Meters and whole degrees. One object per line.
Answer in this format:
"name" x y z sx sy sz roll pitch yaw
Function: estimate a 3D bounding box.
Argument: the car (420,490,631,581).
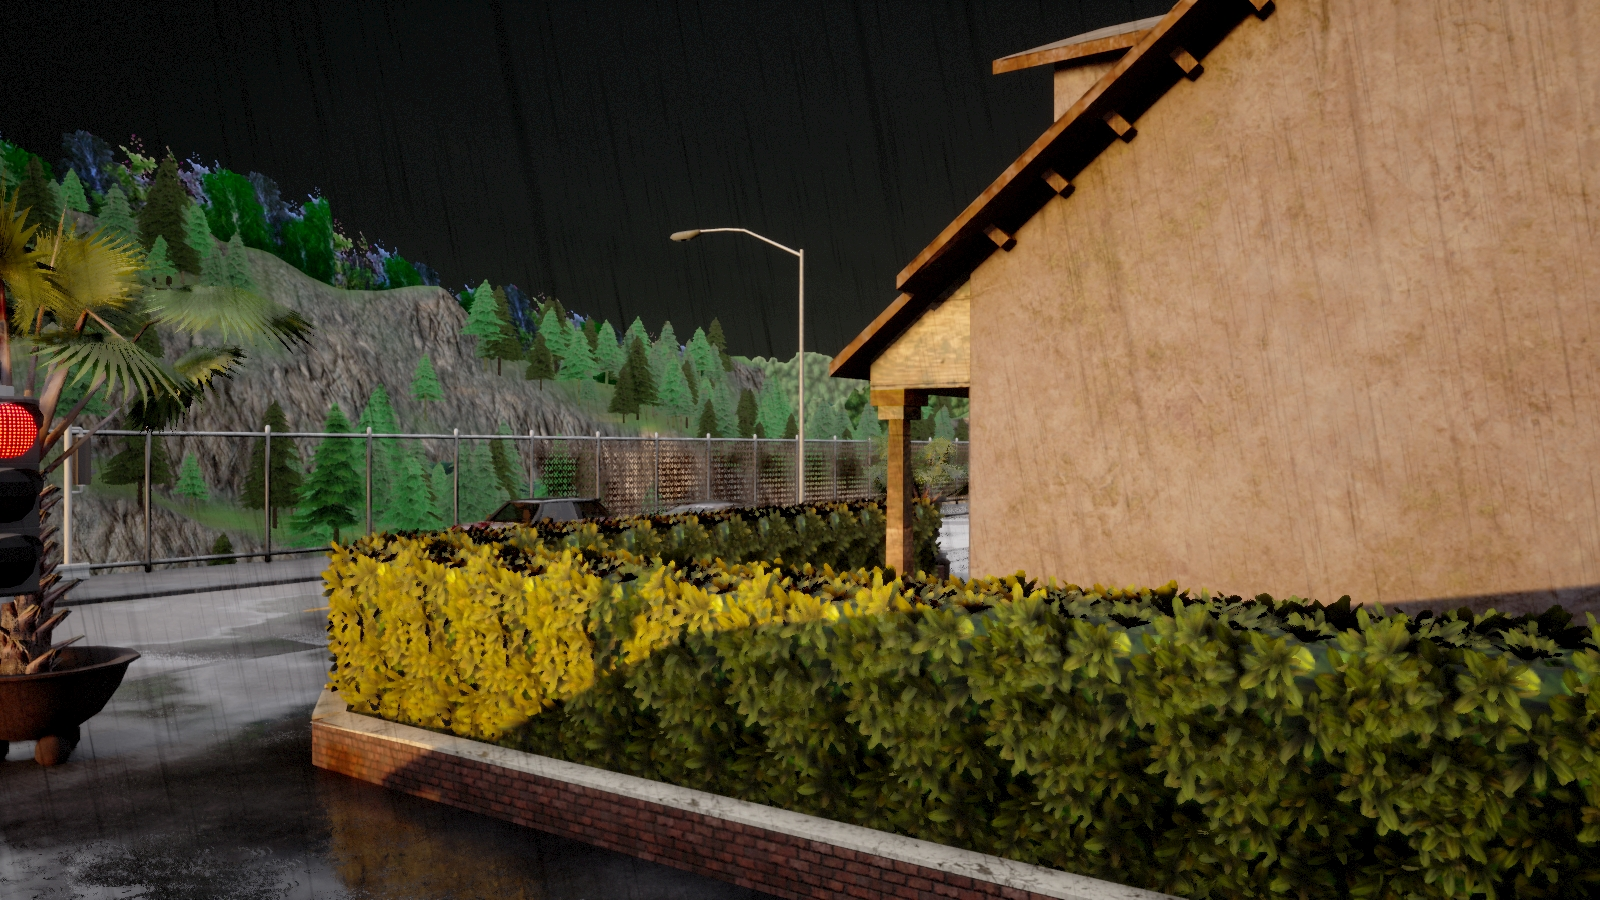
"car" -6.312 1.906 26.765 2.097 1.767 4.553 0 0 35
